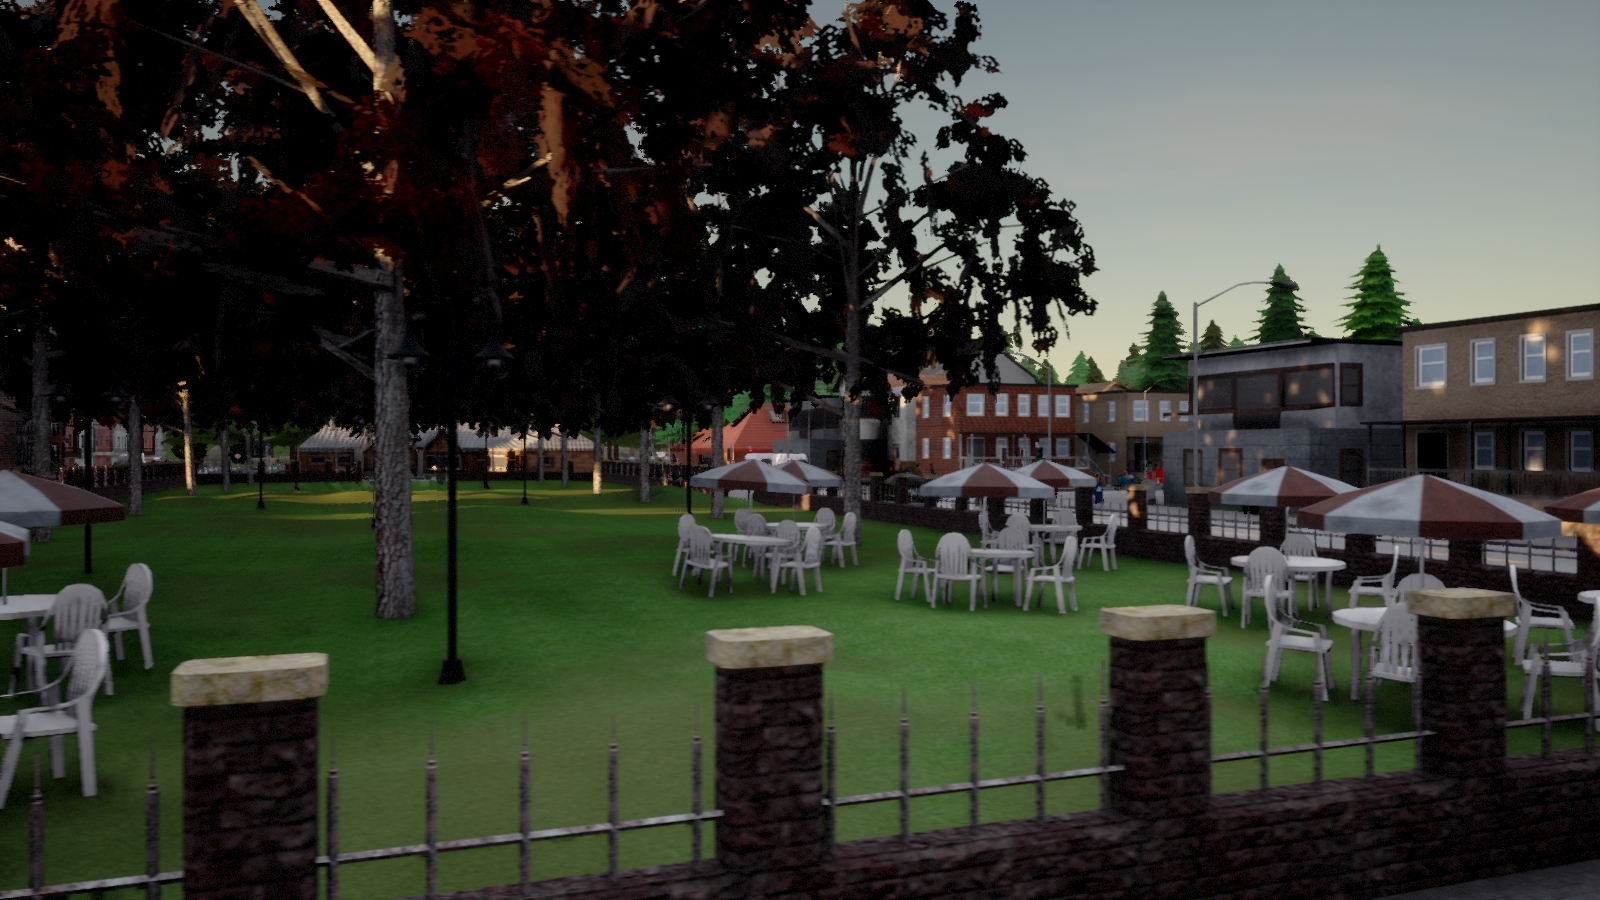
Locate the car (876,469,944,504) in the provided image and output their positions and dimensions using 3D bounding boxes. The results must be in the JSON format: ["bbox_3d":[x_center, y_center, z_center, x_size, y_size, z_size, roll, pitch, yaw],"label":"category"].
[{"bbox_3d":[5.441,1.779,57.090,1.851,1.617,3.988,0,0,-20],"label":"car"}]

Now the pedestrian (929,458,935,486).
[{"bbox_3d":[9.080,1.515,78.526,0.375,1.860,0.375,0,0,-3],"label":"pedestrian"}]

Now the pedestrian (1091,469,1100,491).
[{"bbox_3d":[17.927,1.806,69.299,0.375,1.300,0.375,0,0,-6],"label":"pedestrian"}]

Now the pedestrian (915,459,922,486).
[{"bbox_3d":[7.993,1.517,76.952,0.375,1.860,0.375,0,0,-17],"label":"pedestrian"}]
